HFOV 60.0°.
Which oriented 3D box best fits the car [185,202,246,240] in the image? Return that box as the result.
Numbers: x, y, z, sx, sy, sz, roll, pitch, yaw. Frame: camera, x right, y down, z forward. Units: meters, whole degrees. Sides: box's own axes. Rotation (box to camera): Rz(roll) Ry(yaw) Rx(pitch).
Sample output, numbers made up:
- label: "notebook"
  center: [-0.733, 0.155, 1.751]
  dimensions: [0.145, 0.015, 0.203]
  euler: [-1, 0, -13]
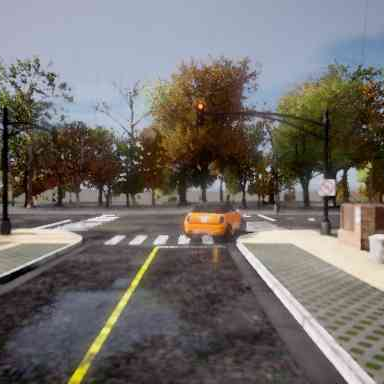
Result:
- label: "car"
  center: [1.301, 1.299, 16.962]
  dimensions: [2.097, 1.767, 4.553]
  euler: [1, 0, 20]
